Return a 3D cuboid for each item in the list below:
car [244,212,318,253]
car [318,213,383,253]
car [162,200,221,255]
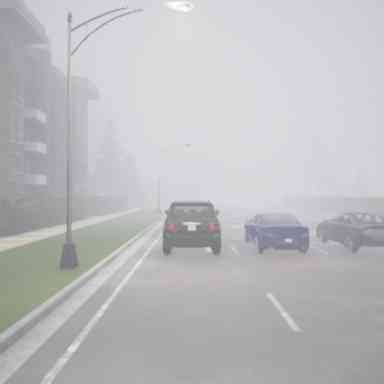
[{"bbox_3d":[3.498,1.614,14.482,1.882,1.535,5.008,0,0,0],"label":"car"},{"bbox_3d":[6.997,1.627,14.303,2.128,1.511,4.902,0,0,0],"label":"car"},{"bbox_3d":[-0.006,1.348,14.016,2.150,2.045,5.566,0,0,0],"label":"car"}]
